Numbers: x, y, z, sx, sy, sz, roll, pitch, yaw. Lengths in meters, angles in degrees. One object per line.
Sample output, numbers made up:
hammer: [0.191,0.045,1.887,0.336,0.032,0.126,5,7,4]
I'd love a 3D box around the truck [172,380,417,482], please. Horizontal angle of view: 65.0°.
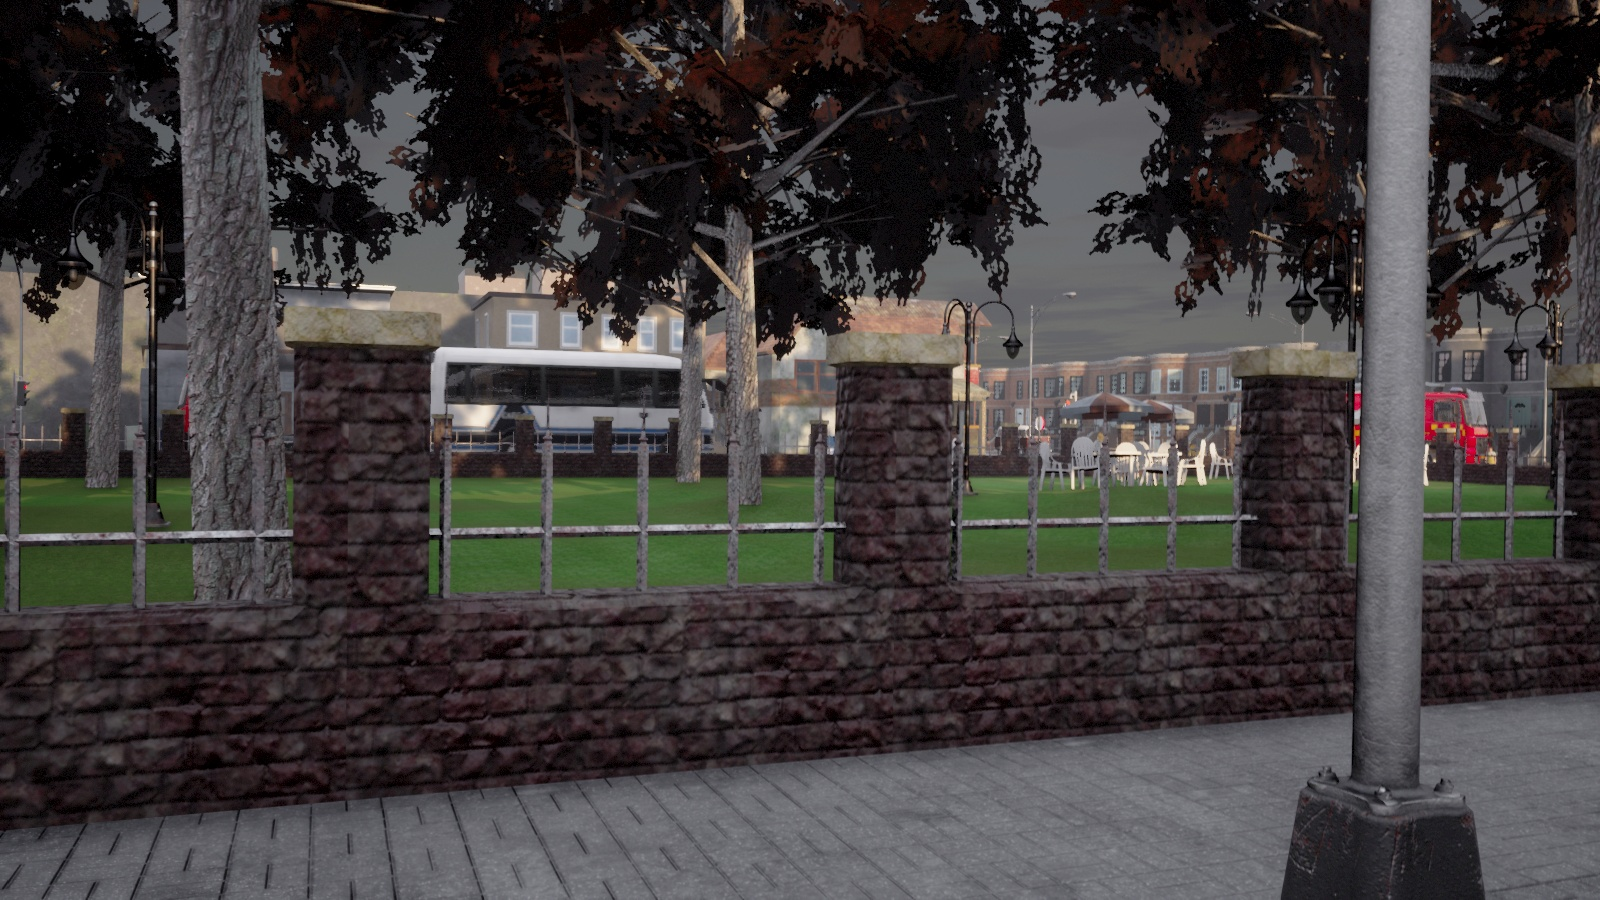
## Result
truck: [-18.065,-0.726,45.333,7.936,3.462,2.891,-1,1,-20]

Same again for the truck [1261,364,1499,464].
truck: [23.836,-1.400,51.940,8.468,3.827,2.891,0,1,40]

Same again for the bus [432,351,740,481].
bus: [-7.660,-1.212,44.984,10.273,4.253,3.944,-1,1,-21]

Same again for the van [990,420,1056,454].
van: [13.802,-0.828,78.039,2.069,2.038,4.480,-1,1,-21]
